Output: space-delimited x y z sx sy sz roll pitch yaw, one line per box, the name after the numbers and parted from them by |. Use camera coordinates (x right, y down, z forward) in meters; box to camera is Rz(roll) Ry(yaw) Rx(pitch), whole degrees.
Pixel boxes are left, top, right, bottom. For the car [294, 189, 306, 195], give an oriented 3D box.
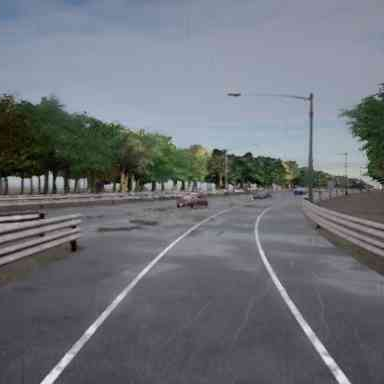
25.509 -0.059 78.447 1.882 1.535 5.008 1 1 30 | car

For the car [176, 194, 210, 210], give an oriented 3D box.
0.102 0.959 34.044 1.812 1.442 4.674 1 2 30 | car

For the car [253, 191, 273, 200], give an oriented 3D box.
11.578 0.528 54.141 2.033 1.411 5.357 1 2 30 | car
